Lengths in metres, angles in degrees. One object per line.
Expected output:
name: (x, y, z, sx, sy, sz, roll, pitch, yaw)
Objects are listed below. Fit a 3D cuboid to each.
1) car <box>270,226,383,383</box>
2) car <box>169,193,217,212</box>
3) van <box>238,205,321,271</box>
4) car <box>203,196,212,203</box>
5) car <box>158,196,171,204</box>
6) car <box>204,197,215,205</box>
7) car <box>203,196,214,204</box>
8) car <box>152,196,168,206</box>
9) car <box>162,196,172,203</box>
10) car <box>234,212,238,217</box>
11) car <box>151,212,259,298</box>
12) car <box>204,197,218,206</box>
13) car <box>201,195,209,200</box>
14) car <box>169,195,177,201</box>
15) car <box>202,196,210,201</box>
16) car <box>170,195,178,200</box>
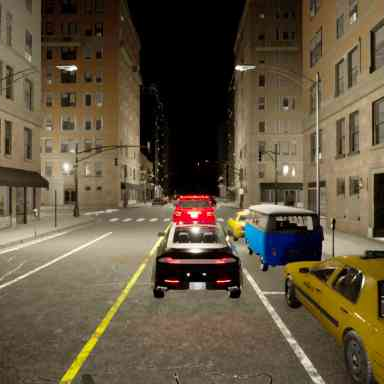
car: (2.680, 1.526, 5.041, 1.752, 1.417, 4.829, 1, 0, 0)
car: (0.117, 1.225, 18.660, 2.150, 2.045, 5.566, 0, 0, 0)
van: (2.687, 1.343, 10.545, 1.690, 1.788, 3.998, 1, 0, 0)
car: (3.268, 1.547, 70.472, 1.887, 1.381, 4.507, 1, 0, 1)
car: (-5.333, 1.555, 65.052, 2.008, 1.369, 4.403, 1, 0, 1)
car: (3.116, 1.548, 59.412, 1.887, 1.381, 4.507, 1, 0, 1)
car: (3.192, 1.554, 64.942, 2.008, 1.369, 4.403, 1, 0, 1)
car: (-5.485, 1.587, 53.995, 1.802, 1.307, 4.206, 1, 0, 1)
car: (-5.257, 1.548, 70.581, 1.887, 1.381, 4.507, 1, 0, 1)
car: (2.691, 1.528, 16.388, 1.752, 1.417, 4.829, 1, 0, 0)
car: (0.106, 1.493, 8.474, 2.128, 1.511, 4.902, 0, 0, 0)
car: (3.040, 1.570, 53.882, 1.947, 1.339, 4.313, 1, 0, 1)
car: (3.571, 1.548, 92.593, 2.008, 1.369, 4.403, 1, 0, 1)
car: (-5.032, 1.525, 86.997, 1.752, 1.417, 4.829, 1, 0, 1)
car: (3.419, 1.566, 81.533, 1.947, 1.339, 4.313, 1, 0, 1)
car: (-4.954, 1.564, 92.696, 1.947, 1.339, 4.313, 1, 0, 1)
